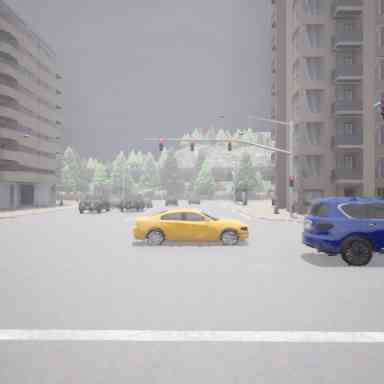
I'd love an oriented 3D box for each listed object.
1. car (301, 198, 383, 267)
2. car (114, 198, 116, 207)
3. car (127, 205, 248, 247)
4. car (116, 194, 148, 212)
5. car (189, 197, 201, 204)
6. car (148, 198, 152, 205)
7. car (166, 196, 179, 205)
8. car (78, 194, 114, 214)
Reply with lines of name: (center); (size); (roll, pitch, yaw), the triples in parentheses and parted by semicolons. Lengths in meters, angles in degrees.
car: (6.501, 1.221, 10.977); (5.566, 2.045, 2.150); (0, 0, 1)
car: (-10.489, 1.526, 45.817); (1.812, 1.442, 4.674); (0, 0, 0)
car: (-0.063, 1.477, 14.557); (5.008, 1.535, 1.882); (0, 0, 1)
car: (-7.009, 1.221, 39.418); (2.150, 2.045, 5.566); (0, 0, 0)
car: (0.476, 1.564, 61.497); (1.994, 1.385, 4.181); (0, 0, 5)
car: (-6.974, 1.526, 48.947); (1.812, 1.442, 4.674); (0, 0, 0)
car: (-3.286, 1.505, 54.671); (1.837, 1.490, 4.892); (0, 0, 0)
car: (-10.517, 1.221, 36.213); (2.150, 2.045, 5.566); (0, 0, 0)
